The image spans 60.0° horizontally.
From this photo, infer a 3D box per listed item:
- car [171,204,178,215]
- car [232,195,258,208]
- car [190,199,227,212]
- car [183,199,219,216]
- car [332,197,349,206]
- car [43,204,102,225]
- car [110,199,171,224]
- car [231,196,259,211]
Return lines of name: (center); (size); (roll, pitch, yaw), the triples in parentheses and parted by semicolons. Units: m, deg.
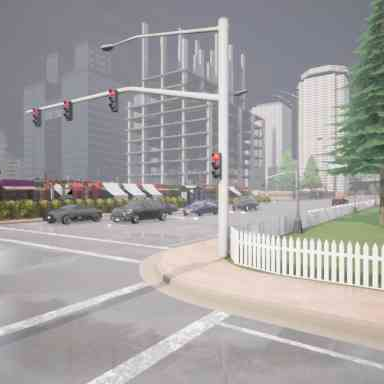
car: (-3.522, 1.553, 32.120); (2.033, 1.411, 5.357); (0, 0, 34)
car: (7.811, 1.358, 48.818); (2.097, 1.767, 4.553); (0, 0, 34)
car: (2.116, 1.554, 40.460); (2.033, 1.411, 5.357); (0, 0, 34)
car: (0.961, 1.531, 32.481); (1.812, 1.442, 4.674); (0, 0, 34)
car: (23.982, 1.481, 53.720); (1.882, 1.535, 5.008); (0, 0, 34)
car: (-8.696, 1.570, 24.460); (1.994, 1.385, 4.181); (0, 0, 34)
car: (-3.983, 1.357, 25.182); (2.097, 1.767, 4.553); (0, 0, 34)
car: (6.589, 1.510, 40.813); (1.837, 1.490, 4.892); (0, 0, 34)
